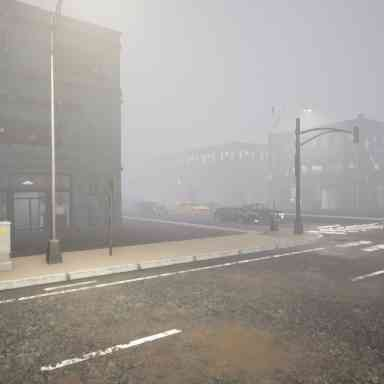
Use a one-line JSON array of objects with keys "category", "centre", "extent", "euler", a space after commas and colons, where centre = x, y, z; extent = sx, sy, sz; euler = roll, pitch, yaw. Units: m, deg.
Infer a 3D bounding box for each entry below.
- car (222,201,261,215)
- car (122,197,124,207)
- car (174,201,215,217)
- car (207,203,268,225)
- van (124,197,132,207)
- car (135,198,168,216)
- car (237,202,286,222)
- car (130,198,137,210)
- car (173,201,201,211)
[{"category": "car", "centre": [5.623, 1.809, 38.309], "extent": [2.008, 1.369, 4.403], "euler": [-2, 0, -35]}, {"category": "car", "centre": [-13.619, 1.939, 65.381], "extent": [2.192, 1.841, 5.009], "euler": [-1, 0, -35]}, {"category": "car", "centre": [-0.095, 1.814, 36.381], "extent": [1.882, 1.535, 5.008], "euler": [-1, 0, -36]}, {"category": "car", "centre": [3.526, 1.814, 26.583], "extent": [1.947, 1.339, 4.313], "euler": [-1, 0, -35]}, {"category": "van", "centre": [-10.412, 1.906, 60.869], "extent": [1.690, 1.788, 3.998], "euler": [-1, 0, -35]}, {"category": "car", "centre": [-4.416, 1.846, 37.965], "extent": [1.967, 1.590, 4.097], "euler": [-1, 0, -35]}, {"category": "car", "centre": [5.702, 1.713, 28.216], "extent": [2.128, 1.511, 4.902], "euler": [-1, 0, -35]}, {"category": "car", "centre": [-6.087, 1.930, 44.829], "extent": [1.882, 1.535, 5.008], "euler": [-1, 0, -35]}, {"category": "car", "centre": [-0.788, 1.965, 47.333], "extent": [1.802, 1.307, 4.206], "euler": [-2, 0, -35]}]
